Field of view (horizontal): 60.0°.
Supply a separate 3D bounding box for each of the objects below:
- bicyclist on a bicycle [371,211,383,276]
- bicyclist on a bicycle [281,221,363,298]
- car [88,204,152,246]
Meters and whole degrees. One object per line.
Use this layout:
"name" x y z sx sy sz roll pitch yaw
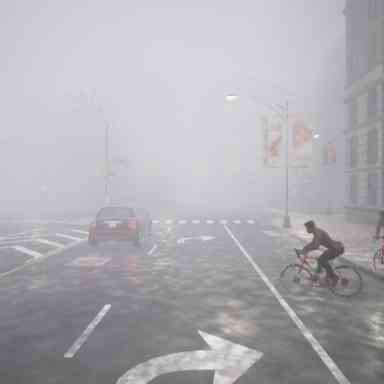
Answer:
"bicyclist on a bicycle" 5.198 1.309 8.759 1.656 1.620 0.582 -3 -2 -33
"bicyclist on a bicycle" 2.725 1.442 7.109 1.656 1.620 0.582 -2 0 17
"car" -3.121 1.349 15.368 2.097 1.767 4.553 0 0 1
